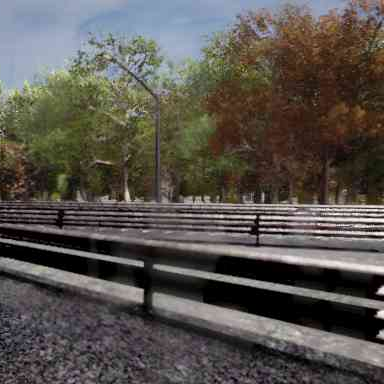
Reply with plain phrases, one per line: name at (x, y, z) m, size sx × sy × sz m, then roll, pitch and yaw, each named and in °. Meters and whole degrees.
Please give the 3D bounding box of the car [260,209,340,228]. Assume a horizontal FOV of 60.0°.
car at (5.869, 1.622, 18.280) m, size 4.181 × 1.385 × 1.994 m, roll 0°, pitch 0°, yaw 19°
